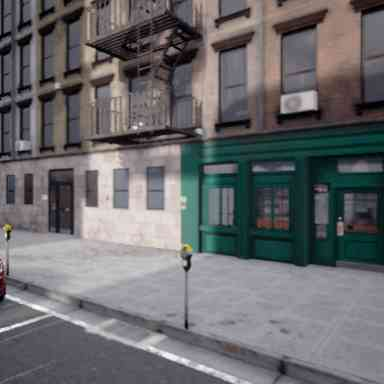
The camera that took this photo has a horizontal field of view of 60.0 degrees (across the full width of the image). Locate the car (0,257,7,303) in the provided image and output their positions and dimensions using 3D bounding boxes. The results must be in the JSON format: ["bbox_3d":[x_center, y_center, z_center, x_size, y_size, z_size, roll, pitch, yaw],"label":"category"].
[{"bbox_3d":[-5.625,1.438,6.821,4.097,1.590,1.967,0,0,36],"label":"car"}]
